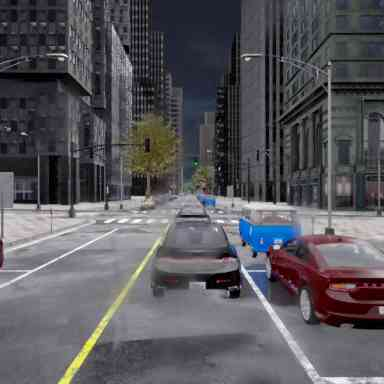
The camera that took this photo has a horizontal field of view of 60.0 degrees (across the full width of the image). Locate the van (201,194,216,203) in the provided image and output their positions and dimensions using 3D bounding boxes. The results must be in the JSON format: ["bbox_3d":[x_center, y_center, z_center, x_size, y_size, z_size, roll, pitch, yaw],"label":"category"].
[{"bbox_3d":[2.666,1.367,50.460,1.690,1.788,3.998,0,0,0],"label":"van"}]

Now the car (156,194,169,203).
[{"bbox_3d":[-5.880,1.351,60.914,2.192,1.841,5.009,0,0,0],"label":"car"}]

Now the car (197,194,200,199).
[{"bbox_3d":[2.622,1.601,72.113,2.008,1.369,4.403,0,0,0],"label":"car"}]

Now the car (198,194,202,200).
[{"bbox_3d":[2.644,1.581,61.286,1.887,1.381,4.507,0,0,0],"label":"car"}]

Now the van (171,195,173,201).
[{"bbox_3d":[-5.912,1.398,76.781,1.690,1.788,3.998,0,0,0],"label":"van"}]

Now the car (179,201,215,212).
[{"bbox_3d":[0.052,1.496,18.162,2.128,1.511,4.902,0,0,1],"label":"car"}]

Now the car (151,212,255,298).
[{"bbox_3d":[0.084,1.493,8.496,2.128,1.511,4.902,0,0,0],"label":"car"}]

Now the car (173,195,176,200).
[{"bbox_3d":[-5.933,1.638,87.358,1.947,1.339,4.313,0,0,0],"label":"car"}]

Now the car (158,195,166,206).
[{"bbox_3d":[-5.870,1.576,55.625,1.887,1.381,4.507,0,0,0],"label":"car"}]

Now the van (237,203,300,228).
[{"bbox_3d":[2.755,1.343,12.476,1.690,1.788,3.998,0,0,0],"label":"van"}]

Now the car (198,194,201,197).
[{"bbox_3d":[2.633,1.625,66.700,1.802,1.307,4.206,0,0,0],"label":"car"}]

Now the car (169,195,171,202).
[{"bbox_3d":[-5.891,1.594,66.203,2.008,1.369,4.403,0,0,0],"label":"car"}]

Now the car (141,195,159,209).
[{"bbox_3d":[-5.855,1.546,44.875,1.752,1.417,4.829,0,0,0],"label":"car"}]

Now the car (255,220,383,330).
[{"bbox_3d":[2.765,1.545,6.950,1.887,1.381,4.507,0,0,0],"label":"car"}]

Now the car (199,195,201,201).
[{"bbox_3d":[2.654,1.597,55.873,1.947,1.339,4.313,0,0,0],"label":"car"}]

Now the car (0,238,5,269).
[{"bbox_3d":[-5.790,1.546,6.952,1.887,1.381,4.507,0,0,0],"label":"car"}]
